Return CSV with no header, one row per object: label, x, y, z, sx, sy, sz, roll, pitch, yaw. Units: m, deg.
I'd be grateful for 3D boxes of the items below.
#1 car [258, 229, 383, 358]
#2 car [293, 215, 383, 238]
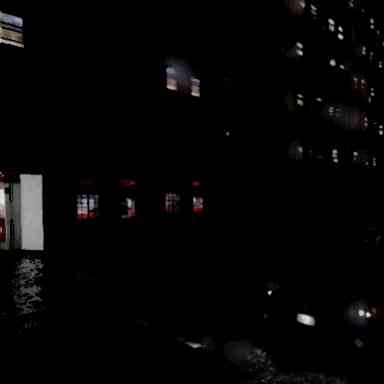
car,3.051,1.644,6.164,4.181,1.385,1.994,0,-2,-44
car,4.956,1.592,11.462,4.097,1.590,1.967,0,-2,-44
